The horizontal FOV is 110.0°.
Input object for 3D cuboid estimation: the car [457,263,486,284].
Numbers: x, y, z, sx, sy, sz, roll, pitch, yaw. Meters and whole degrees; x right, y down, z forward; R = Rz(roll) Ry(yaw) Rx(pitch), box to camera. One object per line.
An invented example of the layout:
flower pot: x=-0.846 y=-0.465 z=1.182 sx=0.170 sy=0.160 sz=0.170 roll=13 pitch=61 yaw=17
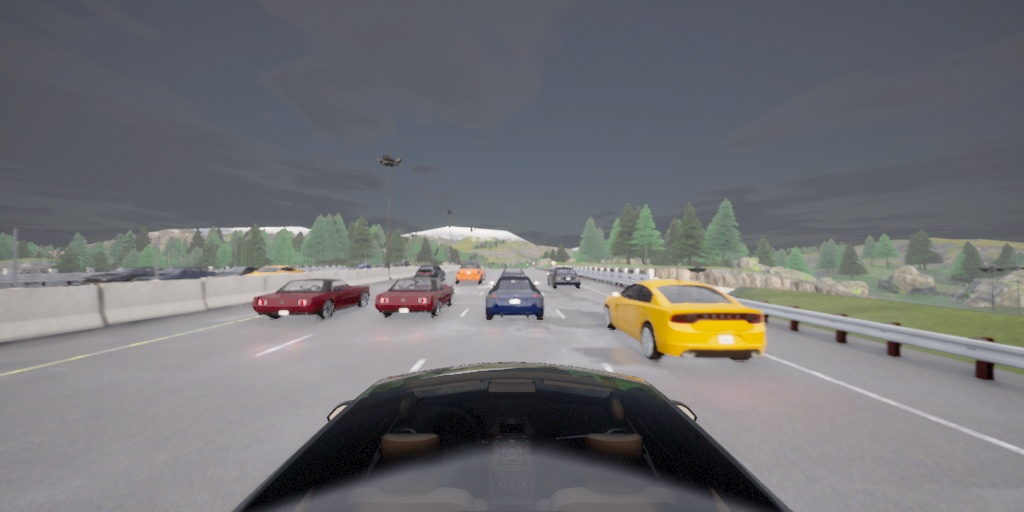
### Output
car: x=-3.409 y=1.361 z=30.353 sx=2.097 sy=1.767 sz=4.553 roll=0 pitch=-1 yaw=0

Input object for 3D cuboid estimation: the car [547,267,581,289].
car: x=3.589 y=1.510 z=25.322 sx=2.033 sy=1.411 sz=5.357 roll=0 pitch=-1 yaw=0

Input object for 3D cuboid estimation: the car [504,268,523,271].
car: x=0.091 y=1.596 z=28.844 sx=1.895 sy=1.301 sz=4.718 roll=0 pitch=-1 yaw=0

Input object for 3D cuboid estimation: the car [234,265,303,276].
car: x=-17.604 y=1.456 z=26.614 sx=1.882 sy=1.535 sz=5.008 roll=0 pitch=-1 yaw=0

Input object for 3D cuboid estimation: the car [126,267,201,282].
car: x=-24.606 y=1.528 z=26.655 sx=2.033 sy=1.411 sz=5.357 roll=0 pitch=-1 yaw=0

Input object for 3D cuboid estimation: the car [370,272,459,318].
car: x=-3.405 y=1.459 z=13.548 sx=1.895 sy=1.301 sz=4.718 roll=0 pitch=-1 yaw=0

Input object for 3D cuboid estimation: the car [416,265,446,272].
car: x=-6.910 y=1.518 z=30.663 sx=1.837 sy=1.490 sz=4.892 roll=0 pitch=-1 yaw=0

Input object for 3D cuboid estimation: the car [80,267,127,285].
car: x=-28.105 y=1.529 z=26.637 sx=2.033 sy=1.411 sz=5.357 roll=0 pitch=-1 yaw=0

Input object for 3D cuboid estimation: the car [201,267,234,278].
car: x=-21.103 y=1.517 z=27.913 sx=1.812 sy=1.442 sz=4.674 roll=0 pitch=-1 yaw=0

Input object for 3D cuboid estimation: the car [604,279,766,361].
car: x=3.588 y=1.289 z=8.493 sx=1.882 sy=1.535 sz=5.008 roll=0 pitch=-1 yaw=0

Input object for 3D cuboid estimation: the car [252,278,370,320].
car: x=-6.906 y=1.455 z=13.085 sx=1.895 sy=1.301 sz=4.718 roll=0 pitch=0 yaw=0

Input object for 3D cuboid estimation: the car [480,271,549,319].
car: x=0.093 y=1.418 z=13.252 sx=1.994 sy=1.385 sz=4.181 roll=0 pitch=-1 yaw=0
